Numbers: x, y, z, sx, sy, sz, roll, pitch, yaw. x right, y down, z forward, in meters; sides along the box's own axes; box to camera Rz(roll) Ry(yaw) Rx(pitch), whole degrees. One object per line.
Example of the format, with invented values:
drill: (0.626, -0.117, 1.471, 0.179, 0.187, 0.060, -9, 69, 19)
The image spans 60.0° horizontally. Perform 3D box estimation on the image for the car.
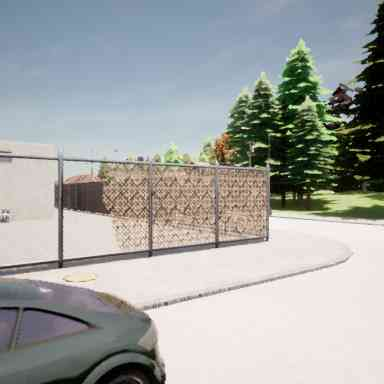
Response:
car: (-2.321, 1.564, 2.901, 4.181, 1.385, 1.994, 0, 0, -35)
